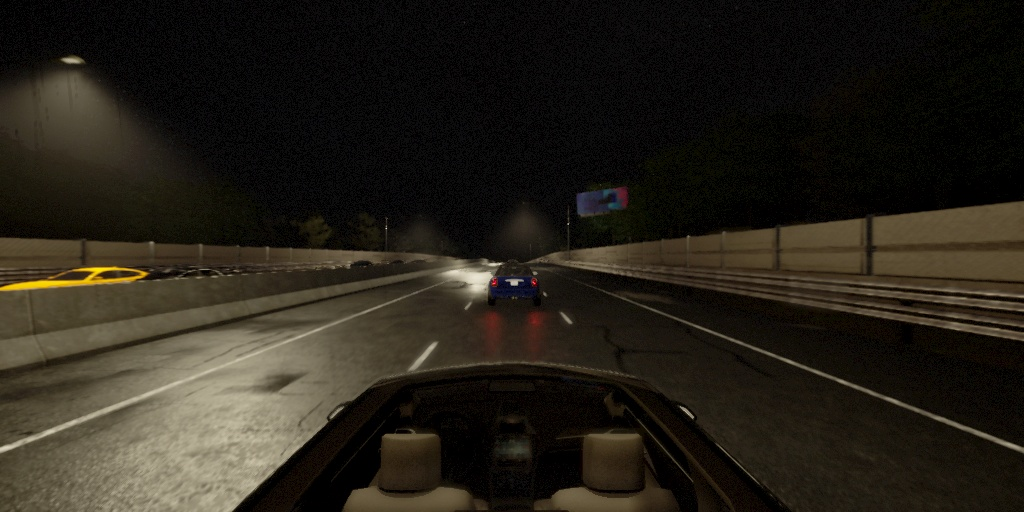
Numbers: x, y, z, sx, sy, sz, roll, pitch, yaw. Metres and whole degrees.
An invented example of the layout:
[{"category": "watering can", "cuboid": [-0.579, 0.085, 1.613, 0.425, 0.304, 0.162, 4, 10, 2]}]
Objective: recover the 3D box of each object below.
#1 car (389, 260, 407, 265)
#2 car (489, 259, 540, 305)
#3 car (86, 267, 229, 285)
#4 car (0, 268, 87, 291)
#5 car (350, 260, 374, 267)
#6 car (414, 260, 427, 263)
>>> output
[{"category": "car", "cuboid": [-17.562, 1.355, 55.543, 1.837, 1.490, 4.892, 0, 0, 1]}, {"category": "car", "cuboid": [0.094, 1.111, 16.305, 2.097, 1.767, 4.553, 0, 0, 0]}, {"category": "car", "cuboid": [-14.097, 1.262, 15.164, 1.837, 1.490, 4.892, 0, 0, 0]}, {"category": "car", "cuboid": [-17.598, 1.234, 15.088, 1.882, 1.535, 5.008, 0, 0, 0]}, {"category": "car", "cuboid": [-21.063, 1.362, 50.538, 1.812, 1.442, 4.674, 0, 0, 0]}, {"category": "car", "cuboid": [-14.059, 1.377, 55.544, 1.812, 1.442, 4.674, 0, 0, 1]}]
